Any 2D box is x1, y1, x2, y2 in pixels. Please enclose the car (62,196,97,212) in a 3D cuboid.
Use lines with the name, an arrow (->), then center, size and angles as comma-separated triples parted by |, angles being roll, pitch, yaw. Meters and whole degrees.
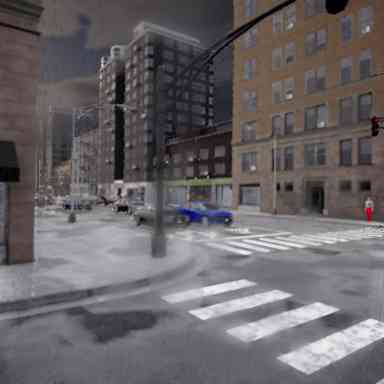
car -> -11.640, 1.342, 33.766 | 1.895, 1.301, 4.718 | 1, 0, -35

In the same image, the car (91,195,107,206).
car -> -13.695, 1.233, 48.248 | 1.837, 1.490, 4.892 | 1, 0, -35

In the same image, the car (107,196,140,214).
car -> -5.672, 1.322, 30.920 | 2.128, 1.511, 4.902 | 1, 0, -35

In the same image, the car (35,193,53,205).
car -> -21.665, 0.962, 48.202 | 2.097, 1.767, 4.553 | 1, 0, -35

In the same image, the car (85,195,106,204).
car -> -17.029, 1.232, 58.555 | 2.033, 1.411, 5.357 | 1, 0, -35

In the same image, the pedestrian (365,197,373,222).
pedestrian -> 12.639, 1.242, 23.761 | 0.375, 1.860, 0.375 | 1, -1, -35

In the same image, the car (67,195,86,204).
car -> -19.706, 1.241, 56.712 | 1.895, 1.301, 4.718 | 1, 0, -35

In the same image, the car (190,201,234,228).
car -> 0.655, 1.390, 21.921 | 1.882, 1.535, 5.008 | 1, 0, -35

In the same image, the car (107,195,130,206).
car -> -11.209, 1.296, 50.344 | 1.812, 1.442, 4.674 | 1, 0, -34

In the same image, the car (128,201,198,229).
car -> -1.828, 1.434, 19.796 | 1.994, 1.385, 4.181 | 1, 0, -35
